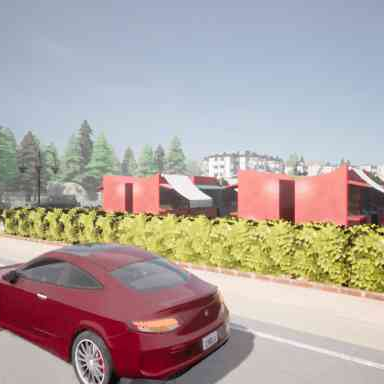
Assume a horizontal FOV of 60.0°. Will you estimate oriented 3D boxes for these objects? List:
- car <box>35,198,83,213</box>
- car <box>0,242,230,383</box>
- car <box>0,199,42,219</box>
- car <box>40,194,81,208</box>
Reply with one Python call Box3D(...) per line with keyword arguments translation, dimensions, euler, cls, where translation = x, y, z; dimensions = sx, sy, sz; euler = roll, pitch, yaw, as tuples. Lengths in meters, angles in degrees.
Box3D(translation=(-15.478, 1.533, 38.927), dimensions=(1.882, 1.535, 5.008), euler=(0, 0, 36), cls="car")
Box3D(translation=(-1.649, 1.526, 5.171), dimensions=(4.674, 1.442, 1.812), euler=(0, 0, 36), cls="car")
Box3D(translation=(-15.292, 1.533, 26.990), dimensions=(1.882, 1.535, 5.008), euler=(0, 0, 36), cls="car")
Box3D(translation=(-14.477, 1.277, 34.375), dimensions=(2.150, 2.045, 5.566), euler=(0, 0, 36), cls="car")
